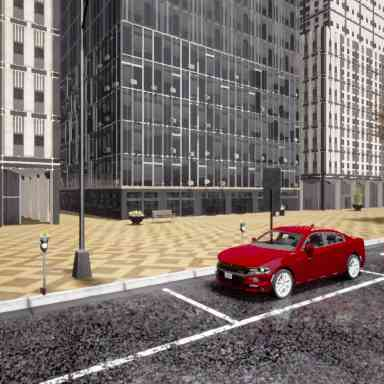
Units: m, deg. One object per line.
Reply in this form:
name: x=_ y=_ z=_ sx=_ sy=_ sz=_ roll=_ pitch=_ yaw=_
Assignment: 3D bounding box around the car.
car: x=2.606 y=1.545 z=8.422 sx=4.507 sy=1.381 sz=1.887 roll=0 pitch=0 yaw=-36
